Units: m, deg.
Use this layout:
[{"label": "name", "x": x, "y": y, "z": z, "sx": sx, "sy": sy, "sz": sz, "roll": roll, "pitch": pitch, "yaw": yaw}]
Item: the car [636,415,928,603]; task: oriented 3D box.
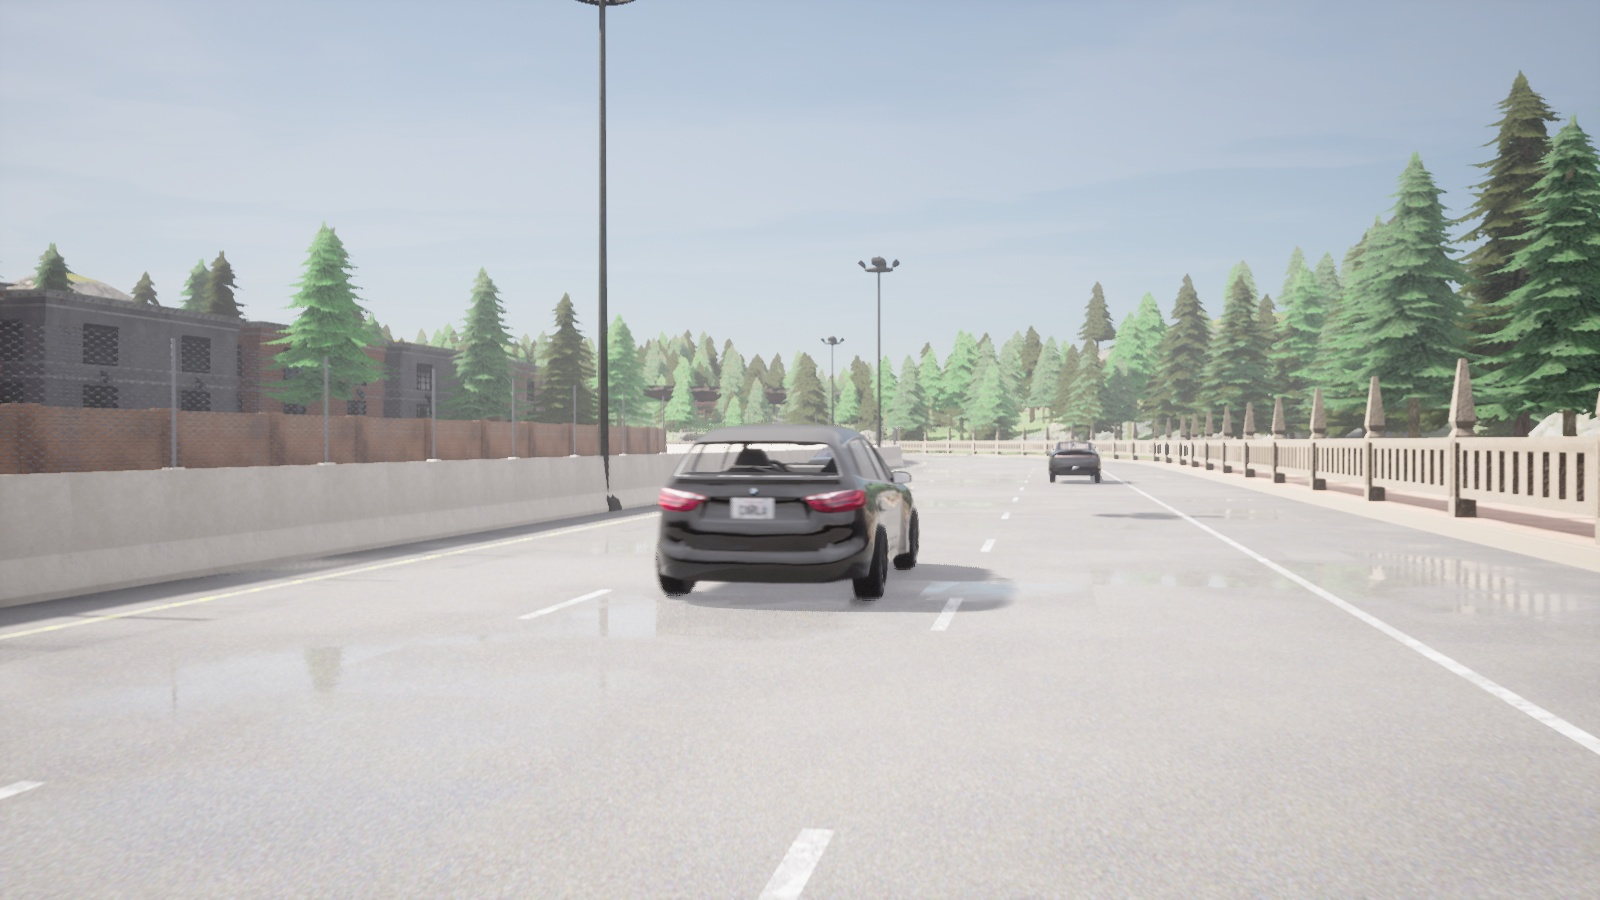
[{"label": "car", "x": 0.039, "y": 0.504, "z": 13.601, "sx": 2.242, "sy": 1.667, "sz": 4.611, "roll": 0, "pitch": 0, "yaw": 11}]

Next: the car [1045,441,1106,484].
[{"label": "car", "x": 10.247, "y": 0.411, "z": 46.924, "sx": 2.128, "sy": 1.511, "sz": 4.902, "roll": 0, "pitch": 0, "yaw": 11}]
